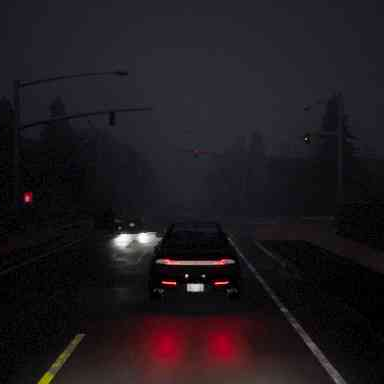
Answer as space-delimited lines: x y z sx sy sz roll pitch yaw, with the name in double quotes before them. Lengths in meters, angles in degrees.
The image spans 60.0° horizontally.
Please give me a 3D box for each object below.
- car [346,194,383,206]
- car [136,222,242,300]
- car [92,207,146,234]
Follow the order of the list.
"car" 15.864 1.201 28.885 5.566 2.045 2.150 0 0 -8
"car" 0.079 1.491 8.356 2.128 1.511 4.902 0 0 0
"car" -4.307 1.565 19.396 1.994 1.385 4.181 1 0 -35
